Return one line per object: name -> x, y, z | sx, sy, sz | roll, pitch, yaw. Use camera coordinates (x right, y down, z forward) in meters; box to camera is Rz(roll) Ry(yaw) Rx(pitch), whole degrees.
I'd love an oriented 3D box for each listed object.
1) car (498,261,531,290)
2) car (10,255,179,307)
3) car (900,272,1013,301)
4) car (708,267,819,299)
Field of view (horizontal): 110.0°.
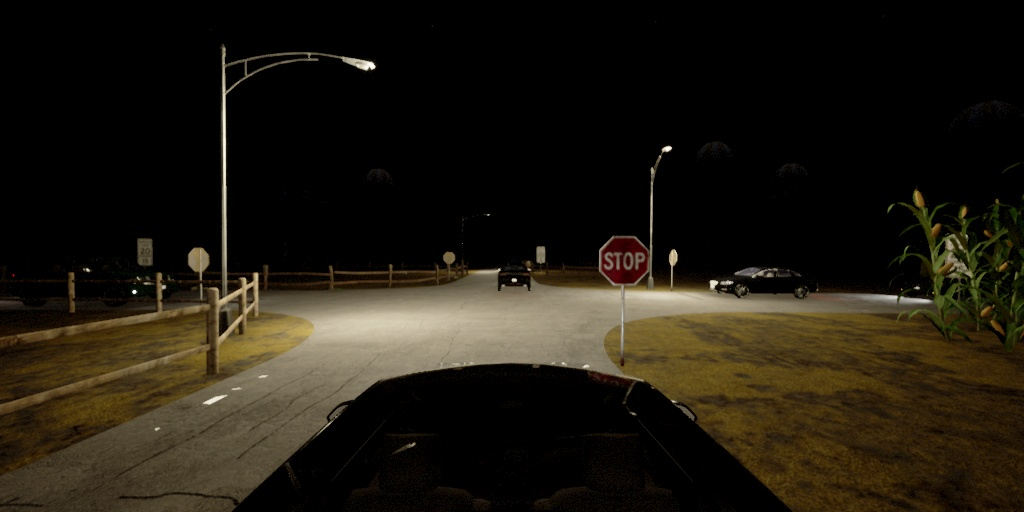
car -> 0.134, 1.221, 22.088 | 1.882, 1.535, 5.008 | 0, -1, 0
car -> -17.731, 0.999, 15.372 | 5.566, 2.045, 2.150 | 0, 1, 0
car -> 22.469, 1.476, 18.115 | 4.181, 1.385, 1.994 | 1, 1, 0
car -> 12.620, 1.311, 18.166 | 4.902, 1.511, 2.128 | 0, 1, 0
